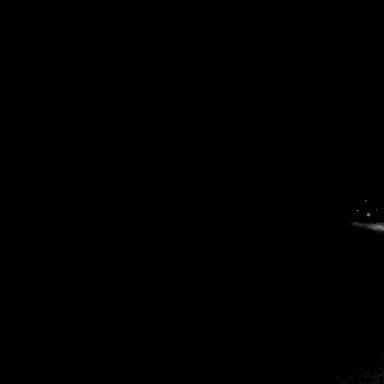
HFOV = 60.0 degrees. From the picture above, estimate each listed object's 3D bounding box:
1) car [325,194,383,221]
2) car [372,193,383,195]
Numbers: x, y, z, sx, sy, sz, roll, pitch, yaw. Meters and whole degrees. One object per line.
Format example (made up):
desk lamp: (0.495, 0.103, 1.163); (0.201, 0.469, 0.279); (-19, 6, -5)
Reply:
car: (10.883, 1.118, 22.960); (2.128, 1.511, 4.902); (-1, 1, 0)
car: (20.783, 0.856, 37.307); (4.892, 1.490, 1.837); (0, 0, -12)
